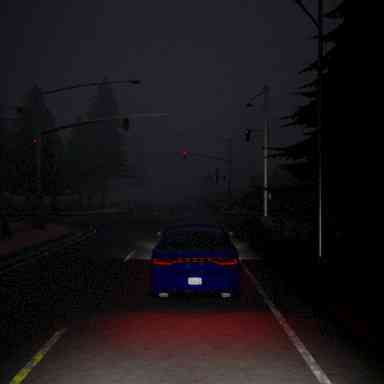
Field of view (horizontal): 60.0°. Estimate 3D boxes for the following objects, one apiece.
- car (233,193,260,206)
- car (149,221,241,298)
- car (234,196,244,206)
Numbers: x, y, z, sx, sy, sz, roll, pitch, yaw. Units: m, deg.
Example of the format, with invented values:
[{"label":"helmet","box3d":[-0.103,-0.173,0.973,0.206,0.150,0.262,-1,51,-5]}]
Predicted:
[{"label":"car","box3d":[8.545,1.146,52.022,3.866,1.878,1.905,0,0,0]},{"label":"car","box3d":[0.079,1.478,8.558,1.882,1.535,5.008,0,0,1]},{"label":"car","box3d":[8.954,1.144,49.511,4.605,1.855,1.932,0,0,0]}]
